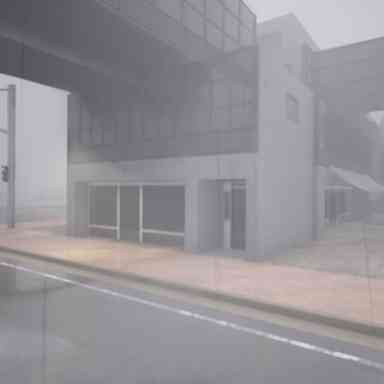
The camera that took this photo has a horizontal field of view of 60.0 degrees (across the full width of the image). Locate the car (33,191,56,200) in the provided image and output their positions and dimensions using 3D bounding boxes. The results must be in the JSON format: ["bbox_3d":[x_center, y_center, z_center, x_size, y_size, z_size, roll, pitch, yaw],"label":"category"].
[{"bbox_3d":[-31.304,0.678,69.908,4.605,1.855,1.932,1,0,35],"label":"car"}]

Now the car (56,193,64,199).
[{"bbox_3d":[-29.579,0.889,72.235,3.905,1.438,1.784,1,0,35],"label":"car"}]
